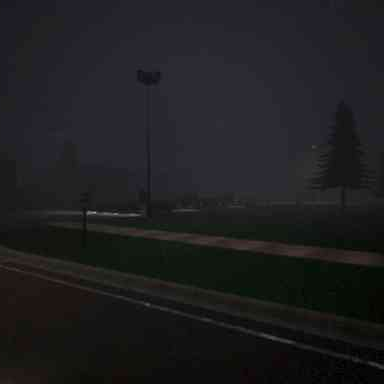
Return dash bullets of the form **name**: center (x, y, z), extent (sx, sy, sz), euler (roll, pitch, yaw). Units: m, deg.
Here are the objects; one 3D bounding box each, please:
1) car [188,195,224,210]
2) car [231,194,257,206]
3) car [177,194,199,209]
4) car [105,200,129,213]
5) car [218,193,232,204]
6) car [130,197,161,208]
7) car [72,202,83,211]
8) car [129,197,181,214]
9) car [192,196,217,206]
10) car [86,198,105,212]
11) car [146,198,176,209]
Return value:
- **car**: center (1.981, 1.543, 44.814), extent (1.837, 1.490, 4.892), euler (0, 0, 35)
- **car**: center (8.840, 1.393, 54.608), extent (2.097, 1.767, 4.553), euler (0, 0, 35)
- **car**: center (-0.920, 1.266, 46.773), extent (2.150, 2.045, 5.566), euler (0, 0, 35)
- **car**: center (-6.886, 1.591, 38.228), extent (2.033, 1.411, 5.357), euler (0, 0, 35)
- **car**: center (5.227, 1.267, 55.565), extent (2.150, 2.045, 5.566), euler (0, 0, 36)
- **car**: center (-6.972, 1.560, 50.331), extent (1.837, 1.490, 4.892), euler (0, 0, 35)
- **car**: center (-12.699, 1.532, 42.127), extent (1.882, 1.535, 5.008), euler (0, 0, 35)
- **car**: center (-3.945, 1.586, 36.326), extent (2.033, 1.411, 5.357), euler (0, 0, 35)
- **car**: center (2.285, 1.528, 57.457), extent (1.882, 1.535, 5.008), euler (0, 0, 35)
- **car**: center (-10.047, 1.613, 39.813), extent (1.994, 1.385, 4.181), euler (0, 0, 35)
- **car**: center (-4.398, 1.576, 47.891), extent (1.812, 1.442, 4.674), euler (0, 0, 35)
